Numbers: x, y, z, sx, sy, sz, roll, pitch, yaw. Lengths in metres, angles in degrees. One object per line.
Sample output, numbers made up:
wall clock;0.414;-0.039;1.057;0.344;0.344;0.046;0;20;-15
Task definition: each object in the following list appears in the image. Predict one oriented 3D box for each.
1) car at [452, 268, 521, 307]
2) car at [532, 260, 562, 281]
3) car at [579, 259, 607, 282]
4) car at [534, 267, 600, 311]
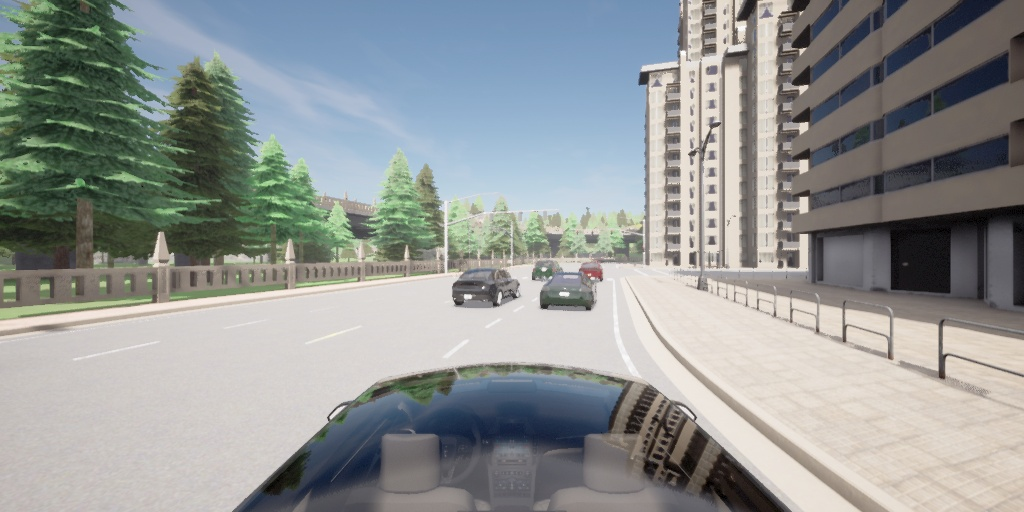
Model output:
car;-0.974;1.264;15.602;1.837;1.490;4.892;0;0;16
car;3.068;1.113;30.016;2.097;1.767;4.553;0;0;16
car;6.446;1.232;29.100;1.882;1.535;5.008;0;0;16
car;2.396;1.319;14.657;1.994;1.385;4.181;0;0;16
